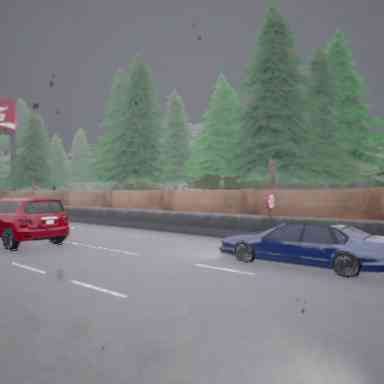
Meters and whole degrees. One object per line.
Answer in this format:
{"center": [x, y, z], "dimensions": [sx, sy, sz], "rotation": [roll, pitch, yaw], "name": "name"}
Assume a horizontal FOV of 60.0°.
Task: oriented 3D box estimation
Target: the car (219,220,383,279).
{"center": [3.498, 1.573, 10.194], "dimensions": [5.357, 1.411, 2.033], "rotation": [0, 0, 37], "name": "car"}

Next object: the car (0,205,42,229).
{"center": [-12.418, 1.631, 22.965], "dimensions": [4.718, 1.301, 1.895], "rotation": [0, 0, 39], "name": "car"}

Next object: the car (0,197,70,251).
{"center": [-7.568, 1.243, 14.521], "dimensions": [5.566, 2.045, 2.150], "rotation": [0, 0, 39], "name": "car"}
